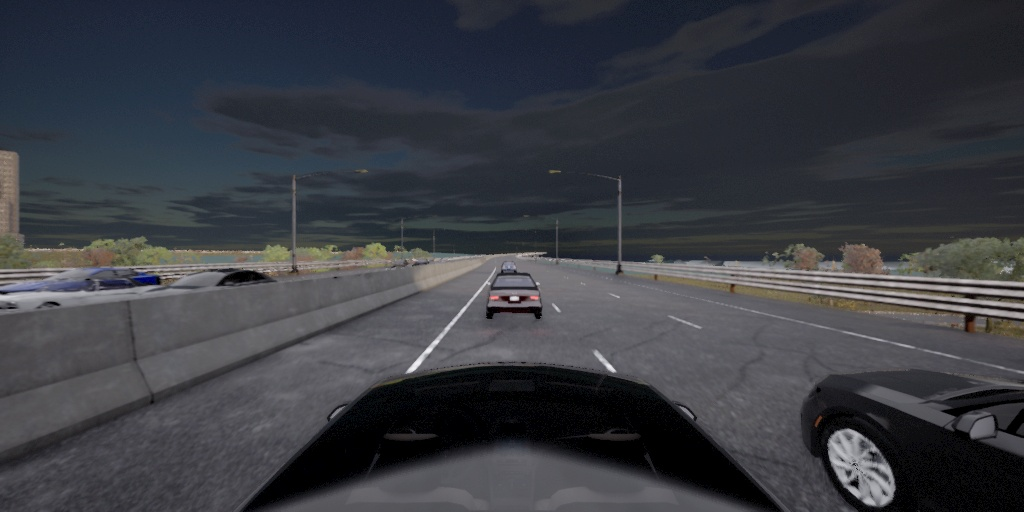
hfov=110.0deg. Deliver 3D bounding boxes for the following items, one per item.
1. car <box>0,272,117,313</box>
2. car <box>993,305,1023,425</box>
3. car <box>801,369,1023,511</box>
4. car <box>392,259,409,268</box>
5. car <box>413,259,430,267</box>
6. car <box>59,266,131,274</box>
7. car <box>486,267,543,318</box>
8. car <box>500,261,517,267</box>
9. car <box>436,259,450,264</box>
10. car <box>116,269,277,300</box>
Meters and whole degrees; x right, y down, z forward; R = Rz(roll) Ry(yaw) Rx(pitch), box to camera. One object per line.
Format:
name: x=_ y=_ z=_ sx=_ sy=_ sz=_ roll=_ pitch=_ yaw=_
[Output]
car: x=-14.138 y=1.353 z=11.767 sx=1.895 sy=1.301 sz=4.718 roll=0 pitch=0 yaw=0
car: x=7.092 y=1.313 z=2.454 sx=1.994 sy=1.385 sz=4.181 roll=0 pitch=0 yaw=0
car: x=3.593 y=1.254 z=1.315 sx=1.837 sy=1.490 sz=4.892 roll=0 pitch=0 yaw=0
car: x=-18.474 y=1.275 z=59.708 sx=1.837 sy=1.490 sz=4.892 roll=0 pitch=0 yaw=-2
car: x=-14.974 y=1.266 z=59.757 sx=2.033 sy=1.411 sz=5.357 roll=0 pitch=0 yaw=-2
car: x=-17.662 y=1.229 z=15.026 sx=1.882 sy=1.535 sz=5.008 roll=0 pitch=0 yaw=0
car: x=0.055 y=1.296 z=13.015 sx=2.033 sy=1.411 sz=5.357 roll=0 pitch=0 yaw=0
car: x=-0.377 y=1.281 z=42.037 sx=2.033 sy=1.411 sz=5.357 roll=0 pitch=0 yaw=-1
car: x=-11.473 y=1.214 z=59.757 sx=2.128 sy=1.511 sz=4.902 roll=0 pitch=0 yaw=-2
car: x=-10.648 y=1.256 z=12.976 sx=1.837 sy=1.490 sz=4.892 roll=0 pitch=0 yaw=0
